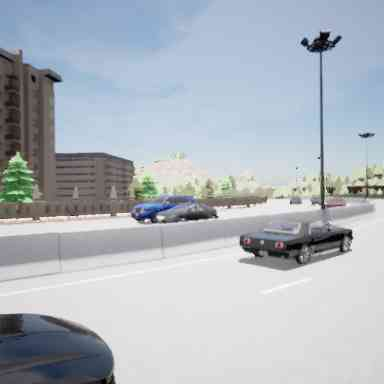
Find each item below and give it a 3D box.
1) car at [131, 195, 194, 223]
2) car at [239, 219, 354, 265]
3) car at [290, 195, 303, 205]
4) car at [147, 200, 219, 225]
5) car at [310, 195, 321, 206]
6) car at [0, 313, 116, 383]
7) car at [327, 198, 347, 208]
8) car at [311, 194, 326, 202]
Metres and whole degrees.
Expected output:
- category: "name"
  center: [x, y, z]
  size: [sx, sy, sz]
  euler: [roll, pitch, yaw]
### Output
- category: "car"
  center: [-1.982, 1.266, 25.651]
  size: [2.150, 2.045, 5.566]
  euler: [0, 0, 44]
- category: "car"
  center: [3.854, 1.587, 11.689]
  size: [4.718, 1.301, 1.895]
  euler: [0, 0, -42]
- category: "car"
  center: [18.915, 1.430, 60.339]
  size: [2.097, 1.767, 4.553]
  euler: [-1, 0, 18]
- category: "car"
  center: [-0.269, 1.520, 22.501]
  size: [4.902, 1.511, 2.128]
  euler: [0, 0, -45]
- category: "car"
  center: [21.509, 1.539, 57.077]
  size: [1.837, 1.490, 4.892]
  euler: [0, 0, 20]
- category: "car"
  center: [-2.902, 1.496, 1.858]
  size: [5.008, 1.535, 1.882]
  euler: [0, 0, -35]
- category: "car"
  center: [17.239, 1.462, 39.437]
  size: [1.882, 1.535, 5.008]
  euler: [0, 0, 29]
- category: "car"
  center: [29.573, 1.420, 77.912]
  size: [2.097, 1.767, 4.553]
  euler: [-1, 0, 7]
